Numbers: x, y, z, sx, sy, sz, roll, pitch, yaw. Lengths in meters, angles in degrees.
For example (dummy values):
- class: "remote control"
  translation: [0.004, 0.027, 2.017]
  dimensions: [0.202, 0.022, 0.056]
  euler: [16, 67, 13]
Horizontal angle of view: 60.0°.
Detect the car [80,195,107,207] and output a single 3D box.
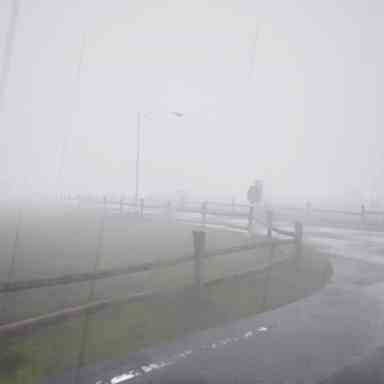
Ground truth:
- class: "car"
  translation: [-12.231, 1.014, 40.581]
  dimensions: [2.033, 1.411, 5.357]
  euler: [1, 0, -36]
